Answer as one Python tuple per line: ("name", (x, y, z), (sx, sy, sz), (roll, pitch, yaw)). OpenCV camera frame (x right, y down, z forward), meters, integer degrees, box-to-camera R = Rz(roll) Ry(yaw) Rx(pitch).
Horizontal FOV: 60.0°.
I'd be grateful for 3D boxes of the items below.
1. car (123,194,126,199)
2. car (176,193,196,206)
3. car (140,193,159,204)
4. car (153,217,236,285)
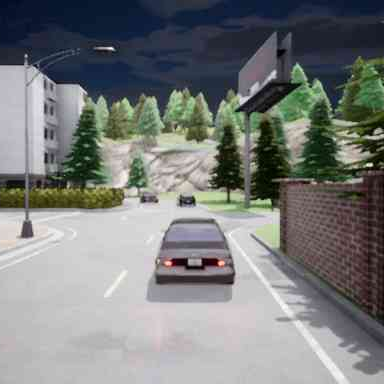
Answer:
("car", (-13.571, 0.572, 59.986), (2.128, 1.511, 4.902), (-1, 1, -38))
("car", (-0.793, 0.865, 39.907), (1.882, 1.535, 5.008), (0, 1, -9))
("car", (-5.717, 0.878, 44.670), (1.994, 1.385, 4.181), (0, 1, -17))
("car", (0.061, 1.405, 9.137), (2.033, 1.411, 5.357), (0, 1, 0))
